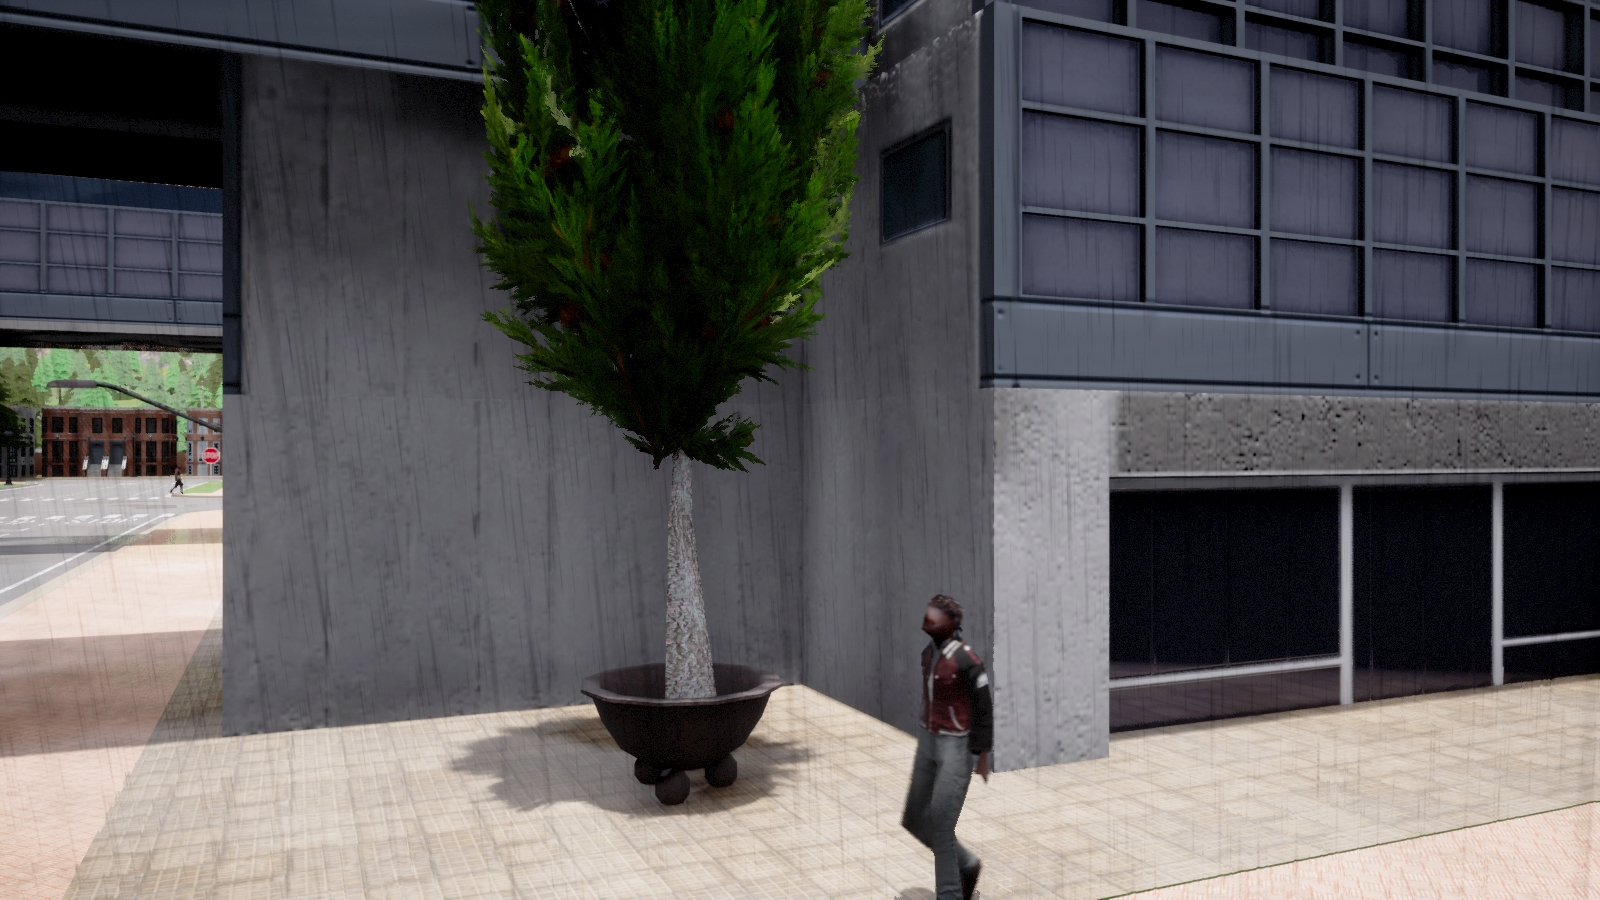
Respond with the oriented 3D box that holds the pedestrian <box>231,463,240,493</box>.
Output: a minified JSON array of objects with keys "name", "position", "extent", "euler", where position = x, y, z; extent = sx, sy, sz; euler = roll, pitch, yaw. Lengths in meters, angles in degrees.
[{"name":"pedestrian","position":[-34.314,1.696,69.447],"extent":[0.375,1.860,0.375],"euler":[0,0,-38]}]

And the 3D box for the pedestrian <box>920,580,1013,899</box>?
[{"name":"pedestrian","position":[0.944,1.698,6.499],"extent":[0.375,1.860,0.375],"euler":[0,0,-30]}]

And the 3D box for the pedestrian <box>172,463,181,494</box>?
[{"name":"pedestrian","position":[-36.857,1.682,67.537],"extent":[0.375,1.860,0.375],"euler":[0,0,-18]}]
